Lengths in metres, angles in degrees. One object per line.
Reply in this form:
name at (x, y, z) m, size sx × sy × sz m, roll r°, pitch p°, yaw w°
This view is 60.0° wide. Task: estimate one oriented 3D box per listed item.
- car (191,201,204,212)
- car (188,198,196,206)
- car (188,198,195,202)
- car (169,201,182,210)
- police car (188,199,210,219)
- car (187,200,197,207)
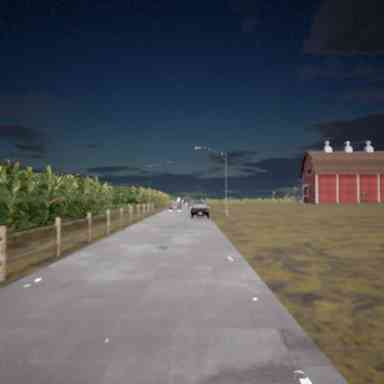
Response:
car at (0.817, 2.221, 50.734) m, size 1.837 × 1.490 × 4.892 m, roll 0°, pitch -1°, yaw 0°
car at (-0.013, 2.561, 86.326) m, size 2.150 × 2.045 × 5.566 m, roll 0°, pitch -2°, yaw 0°
car at (0.817, 1.974, 44.705) m, size 2.097 × 1.767 × 4.553 m, roll 0°, pitch -1°, yaw 0°
car at (-2.820, 2.336, 56.803) m, size 1.812 × 1.442 × 4.674 m, roll 0°, pitch -1°, yaw 0°
police car at (0.819, 1.897, 34.843) m, size 1.930 × 1.638 × 5.238 m, roll 0°, pitch -1°, yaw 0°
car at (-0.011, 2.483, 71.290) m, size 2.128 × 1.511 × 4.902 m, roll 0°, pitch -1°, yaw 0°
